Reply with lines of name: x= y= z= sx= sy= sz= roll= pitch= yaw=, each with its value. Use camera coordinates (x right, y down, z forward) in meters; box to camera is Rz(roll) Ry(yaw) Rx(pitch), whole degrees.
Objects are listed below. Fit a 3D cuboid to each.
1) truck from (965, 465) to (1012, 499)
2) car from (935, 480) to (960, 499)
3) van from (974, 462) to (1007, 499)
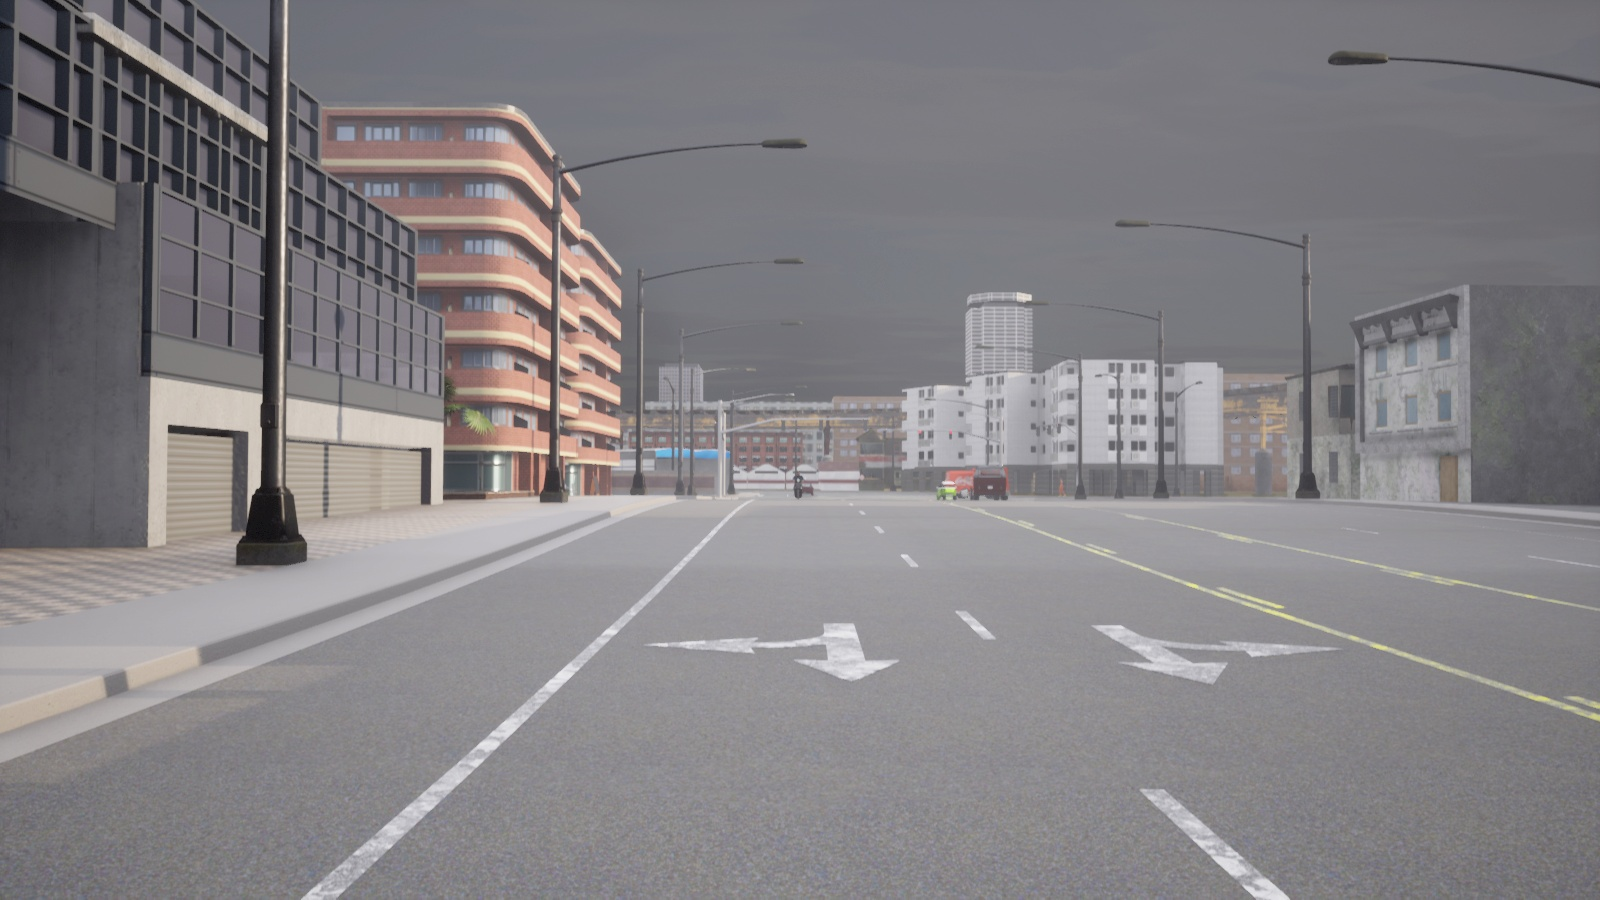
truck: x=13.898 y=2.388 z=92.833 sx=2.627 sy=2.467 sz=5.204 roll=0 pitch=-2 yaw=0
car: x=10.428 y=2.789 z=88.688 sx=1.481 sy=1.376 sz=2.207 roll=0 pitch=-2 yaw=-1
van: x=10.756 y=1.759 z=70.793 sx=1.775 sy=1.987 sz=4.442 roll=-1 pitch=-2 yaw=9
